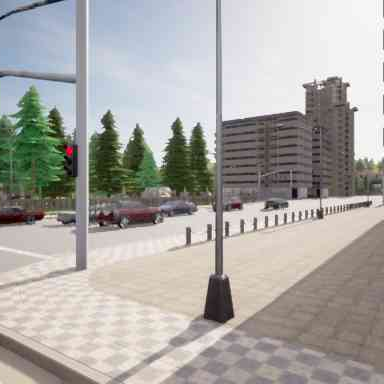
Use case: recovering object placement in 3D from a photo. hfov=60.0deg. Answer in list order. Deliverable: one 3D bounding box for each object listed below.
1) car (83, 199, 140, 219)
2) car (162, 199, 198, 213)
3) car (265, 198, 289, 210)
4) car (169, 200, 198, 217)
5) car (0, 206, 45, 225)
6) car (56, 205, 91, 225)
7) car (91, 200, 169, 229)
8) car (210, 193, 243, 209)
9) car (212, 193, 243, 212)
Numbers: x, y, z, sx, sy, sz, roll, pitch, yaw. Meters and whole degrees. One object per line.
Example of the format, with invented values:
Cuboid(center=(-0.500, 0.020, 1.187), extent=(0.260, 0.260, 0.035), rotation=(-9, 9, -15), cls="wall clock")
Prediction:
Cuboid(center=(-7.084, 1.478, 29.877), extent=(1.882, 1.535, 5.008), rotation=(0, 0, 36), cls="car")
Cuboid(center=(-1.331, 1.564, 37.941), extent=(1.994, 1.385, 4.181), rotation=(0, 0, 35), cls="car")
Cuboid(center=(10.958, 1.504, 42.773), extent=(1.837, 1.490, 4.892), rotation=(0, 0, 35), cls="car")
Cuboid(center=(-1.541, 1.547, 31.613), extent=(2.033, 1.411, 5.357), rotation=(0, 0, 36), cls="car")
Cuboid(center=(-12.575, 1.601, 22.261), extent=(1.895, 1.301, 4.718), rotation=(0, 0, 37), cls="car")
Cuboid(center=(-7.149, 1.601, 23.759), extent=(1.895, 1.301, 4.718), rotation=(0, 0, 36), cls="car")
Cuboid(center=(-3.937, 1.352, 21.907), extent=(2.097, 1.767, 4.553), rotation=(0, 0, 36), cls="car")
Cuboid(center=(4.927, 1.221, 46.638), extent=(2.150, 2.045, 5.566), rotation=(0, 0, 36), cls="car")
Cuboid(center=(4.273, 1.352, 39.744), extent=(2.097, 1.767, 4.553), rotation=(0, 0, 36), cls="car")
